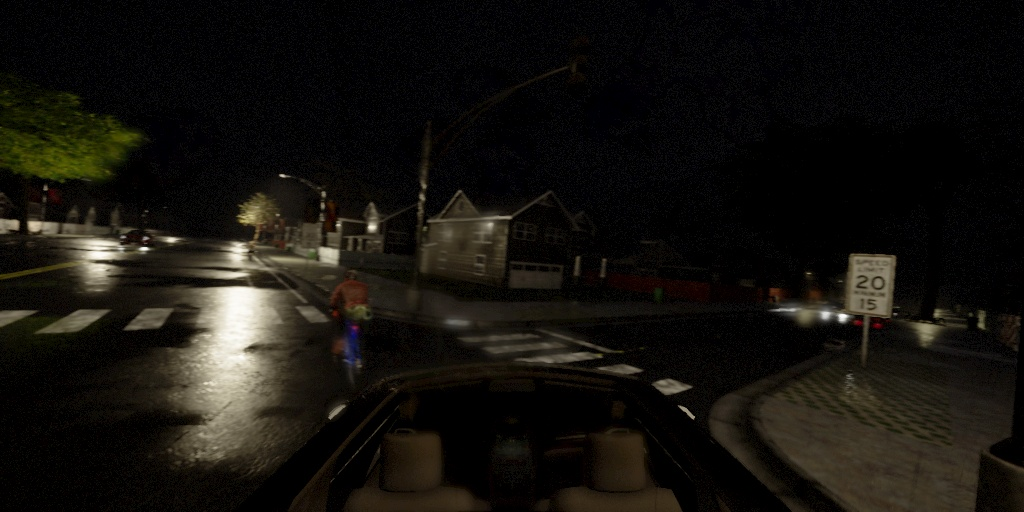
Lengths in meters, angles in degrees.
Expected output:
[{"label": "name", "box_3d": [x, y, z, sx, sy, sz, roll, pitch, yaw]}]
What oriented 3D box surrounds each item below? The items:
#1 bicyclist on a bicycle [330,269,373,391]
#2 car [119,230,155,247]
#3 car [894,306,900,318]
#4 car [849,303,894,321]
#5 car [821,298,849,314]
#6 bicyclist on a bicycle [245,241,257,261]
[{"label": "bicyclist on a bicycle", "box_3d": [-2.415, 1.029, 5.343, 0.582, 1.620, 1.656, 5, -1, -38]}, {"label": "car", "box_3d": [-38.823, -1.919, 37.271, 2.097, 1.767, 4.553, 5, 0, -38]}, {"label": "car", "box_3d": [38.484, 5.474, 37.150, 4.892, 1.490, 1.837, 6, -1, -40]}, {"label": "car", "box_3d": [30.995, 4.778, 30.846, 4.718, 1.301, 1.895, 6, -1, -39]}, {"label": "car", "box_3d": [32.541, 4.941, 35.774, 4.181, 1.385, 1.994, 6, -1, -40]}, {"label": "bicyclist on a bicycle", "box_3d": [-21.103, -0.395, 28.975, 0.866, 1.612, 1.509, 5, 0, -39]}]
